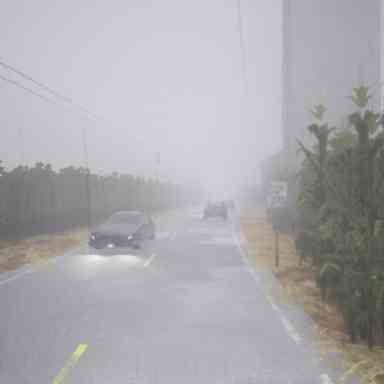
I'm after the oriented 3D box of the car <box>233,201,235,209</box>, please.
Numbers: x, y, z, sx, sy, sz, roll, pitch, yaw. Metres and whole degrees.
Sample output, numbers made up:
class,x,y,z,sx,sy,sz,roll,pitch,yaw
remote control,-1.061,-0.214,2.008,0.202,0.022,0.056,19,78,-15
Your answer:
class,x,y,z,sx,sy,sz,roll,pitch,yaw
car,4.634,1.548,44.151,2.128,1.511,4.902,0,0,9

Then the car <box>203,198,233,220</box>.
class,x,y,z,sx,sy,sz,roll,pitch,yaw
car,2.106,1.529,28.494,2.128,1.511,4.902,0,0,9

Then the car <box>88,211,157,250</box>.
class,x,y,z,sx,sy,sz,roll,pitch,yaw
car,-2.790,1.569,14.703,2.033,1.411,5.357,0,0,4
